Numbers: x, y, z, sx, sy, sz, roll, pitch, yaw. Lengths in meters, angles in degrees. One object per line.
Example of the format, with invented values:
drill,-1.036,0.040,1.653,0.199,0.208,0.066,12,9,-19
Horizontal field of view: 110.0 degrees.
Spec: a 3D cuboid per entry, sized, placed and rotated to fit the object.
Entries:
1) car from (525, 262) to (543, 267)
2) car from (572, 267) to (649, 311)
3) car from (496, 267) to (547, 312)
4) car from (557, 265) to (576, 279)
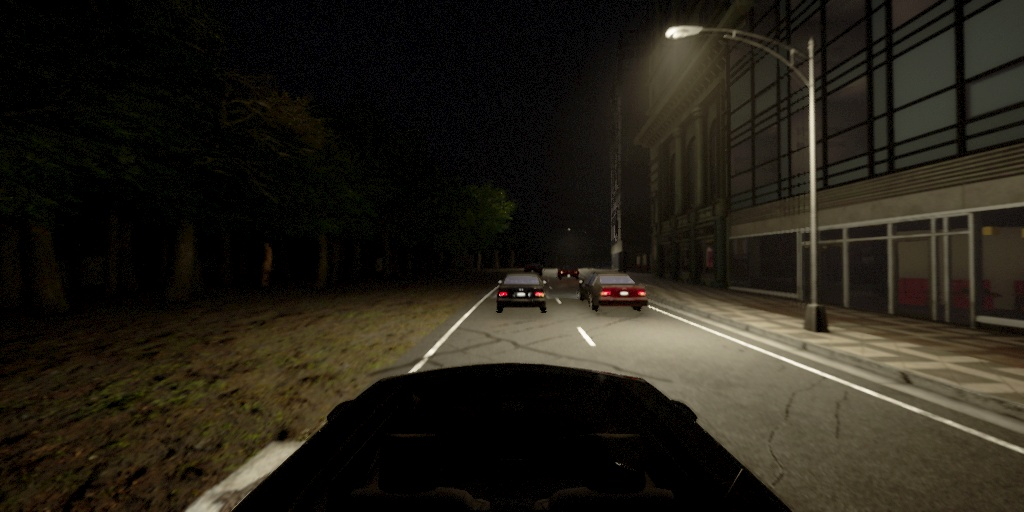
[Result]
car,2.443,1.441,40.013,1.882,1.535,5.008,0,-1,7
car,3.920,1.336,14.700,2.033,1.411,5.357,0,0,2
car,0.405,1.333,14.381,2.033,1.411,5.357,0,0,2
car,5.363,1.520,34.626,1.895,1.301,4.718,0,0,6
